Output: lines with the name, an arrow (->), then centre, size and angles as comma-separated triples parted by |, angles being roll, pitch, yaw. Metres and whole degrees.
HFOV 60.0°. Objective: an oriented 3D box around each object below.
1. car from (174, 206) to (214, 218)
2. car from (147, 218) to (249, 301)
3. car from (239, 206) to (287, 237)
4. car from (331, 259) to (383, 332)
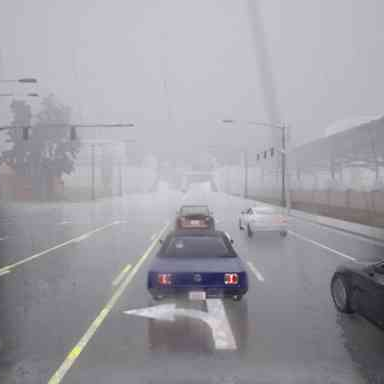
car -> 0.126, 1.427, 17.503 | 2.163, 1.488, 4.792 | 0, 0, 0
car -> 0.113, 1.580, 8.241 | 1.895, 1.301, 4.718 | 0, 0, 0
car -> 3.630, 1.453, 17.400 | 1.812, 1.442, 4.674 | 0, 0, 0
car -> 3.618, 1.519, 4.577 | 1.812, 1.442, 4.674 | 0, 0, 0
